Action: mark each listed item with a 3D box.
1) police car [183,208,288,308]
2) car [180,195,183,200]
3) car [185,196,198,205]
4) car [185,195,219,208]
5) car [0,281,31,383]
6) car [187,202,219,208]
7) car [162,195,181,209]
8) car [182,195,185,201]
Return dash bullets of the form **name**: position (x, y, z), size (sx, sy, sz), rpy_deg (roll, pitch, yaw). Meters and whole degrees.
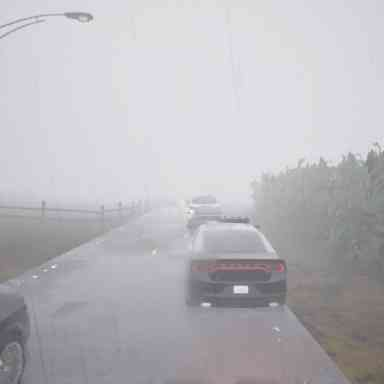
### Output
- **police car**: position (0.814, 1.420, 8.131), size (1.930, 1.638, 5.238), rpy_deg (0, 0, 0)
- **car**: position (-2.857, 1.503, 92.218), size (2.097, 1.767, 4.553), rpy_deg (0, -1, 0)
- **car**: position (-0.070, 1.452, 59.821), size (2.128, 1.511, 4.902), rpy_deg (0, 0, 0)
- **car**: position (0.794, 1.197, 24.050), size (2.150, 2.045, 5.566), rpy_deg (0, 0, 0)
- **car**: position (-2.854, 1.525, 2.290), size (1.812, 1.442, 4.674), rpy_deg (0, 0, 0)
- **car**: position (0.803, 1.490, 18.021), size (1.837, 1.490, 4.892), rpy_deg (0, 0, 0)
- **car**: position (-2.902, 1.506, 45.139), size (1.994, 1.385, 4.181), rpy_deg (0, 0, 0)
- **car**: position (-0.014, 1.420, 46.376), size (1.882, 1.535, 5.008), rpy_deg (0, 0, 1)
